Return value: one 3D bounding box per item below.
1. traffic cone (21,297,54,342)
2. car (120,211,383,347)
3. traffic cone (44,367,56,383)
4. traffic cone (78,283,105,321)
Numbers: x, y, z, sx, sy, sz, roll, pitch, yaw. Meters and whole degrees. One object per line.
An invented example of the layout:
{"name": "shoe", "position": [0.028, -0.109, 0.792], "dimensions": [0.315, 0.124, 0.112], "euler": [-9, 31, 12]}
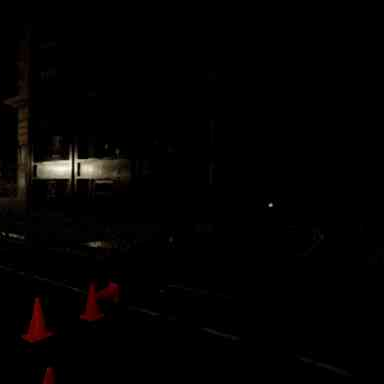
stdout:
{"name": "traffic cone", "position": [-2.355, 1.902, 5.073], "dimensions": [0.340, 0.580, 0.340], "euler": [1, 0, 36]}
{"name": "car", "position": [0.859, 1.299, 6.377], "dimensions": [5.009, 1.841, 2.192], "euler": [1, 0, 36]}
{"name": "traffic cone", "position": [-1.325, 1.925, 3.089], "dimensions": [0.340, 0.580, 0.340], "euler": [1, 0, 36]}
{"name": "traffic cone", "position": [-1.767, 1.906, 5.882], "dimensions": [0.340, 0.580, 0.340], "euler": [1, 0, 36]}
